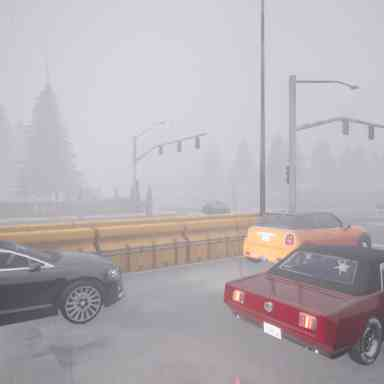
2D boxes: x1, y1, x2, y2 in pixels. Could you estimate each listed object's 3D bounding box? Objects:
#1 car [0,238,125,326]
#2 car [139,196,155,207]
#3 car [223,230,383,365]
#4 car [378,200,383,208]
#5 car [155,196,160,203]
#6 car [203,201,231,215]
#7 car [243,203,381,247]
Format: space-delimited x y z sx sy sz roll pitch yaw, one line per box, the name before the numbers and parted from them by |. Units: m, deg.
car | -3.560 1.492 5.498 4.902 1.511 2.128 0 0 -36
car | -7.830 1.351 48.937 2.097 1.767 4.553 0 0 -35
car | 2.904 1.601 5.823 4.718 1.301 1.895 0 0 -36
car | 26.720 1.547 44.591 5.357 1.411 2.033 0 0 -36
car | -7.972 1.514 70.211 2.033 1.411 5.357 0 0 -2
car | 2.343 1.564 31.854 1.994 1.385 4.181 0 0 -11
car | 3.854 1.352 10.803 4.553 1.767 2.097 0 0 -36
